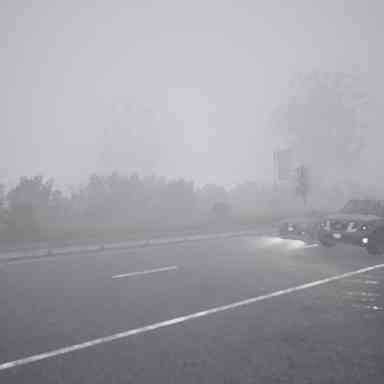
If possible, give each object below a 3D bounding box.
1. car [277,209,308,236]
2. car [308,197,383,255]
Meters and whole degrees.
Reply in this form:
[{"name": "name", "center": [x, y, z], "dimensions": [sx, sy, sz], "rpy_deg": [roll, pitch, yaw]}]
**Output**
[{"name": "car", "center": [6.382, 1.605, 17.329], "dimensions": [4.181, 1.385, 1.994], "rpy_deg": [0, 0, -36]}, {"name": "car", "center": [7.540, 1.259, 13.833], "dimensions": [5.566, 2.045, 2.150], "rpy_deg": [0, 0, -36]}]
